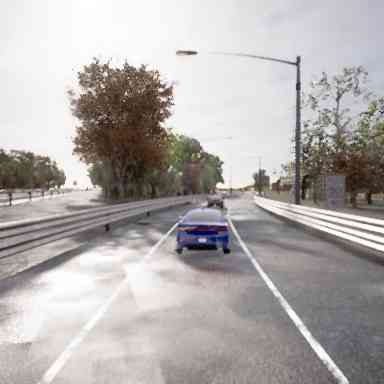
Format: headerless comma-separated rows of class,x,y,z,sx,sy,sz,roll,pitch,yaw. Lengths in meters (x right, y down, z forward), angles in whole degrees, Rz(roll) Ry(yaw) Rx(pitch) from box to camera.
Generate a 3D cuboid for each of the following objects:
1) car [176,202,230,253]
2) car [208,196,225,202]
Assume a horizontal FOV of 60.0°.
car,0.458,1.402,13.315,1.882,1.535,5.008,0,0,3
car,3.018,1.259,41.423,1.837,1.490,4.892,0,1,8
